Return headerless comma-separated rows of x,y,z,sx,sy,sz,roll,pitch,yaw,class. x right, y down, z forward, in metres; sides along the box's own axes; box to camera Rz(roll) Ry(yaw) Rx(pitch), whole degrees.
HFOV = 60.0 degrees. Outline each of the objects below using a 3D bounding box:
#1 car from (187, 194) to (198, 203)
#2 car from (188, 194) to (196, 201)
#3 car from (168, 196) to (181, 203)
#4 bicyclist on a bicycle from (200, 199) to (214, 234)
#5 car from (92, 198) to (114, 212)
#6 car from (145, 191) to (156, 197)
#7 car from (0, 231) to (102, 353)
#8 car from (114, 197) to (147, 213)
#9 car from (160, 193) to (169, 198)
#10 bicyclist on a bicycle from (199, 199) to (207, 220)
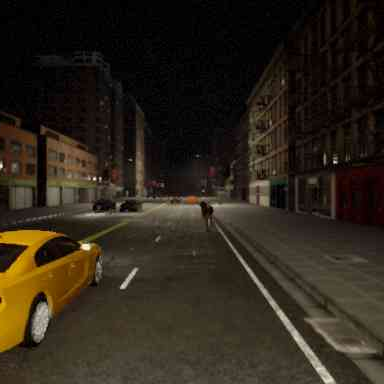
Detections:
0.077,1.255,66.664,2.097,1.767,4.553,0,0,0,car
0.035,1.350,80.311,1.882,1.535,5.008,0,0,0,car
-3.122,1.503,65.570,1.895,1.301,4.718,0,0,0,car
0.902,1.353,18.026,0.659,1.776,1.843,0,0,0,bicyclist on a bicycle
-9.820,1.447,37.521,2.128,1.511,4.902,0,0,0,car
-9.716,0.714,79.040,2.150,2.045,5.566,0,0,0,car
-3.147,1.472,6.280,1.882,1.535,5.008,0,0,0,car
-6.574,1.505,36.306,2.033,1.411,5.357,0,0,0,car
-6.466,0.959,78.094,2.097,1.767,4.553,0,0,0,car
0.905,1.425,27.029,0.582,1.620,1.656,0,0,0,bicyclist on a bicycle
